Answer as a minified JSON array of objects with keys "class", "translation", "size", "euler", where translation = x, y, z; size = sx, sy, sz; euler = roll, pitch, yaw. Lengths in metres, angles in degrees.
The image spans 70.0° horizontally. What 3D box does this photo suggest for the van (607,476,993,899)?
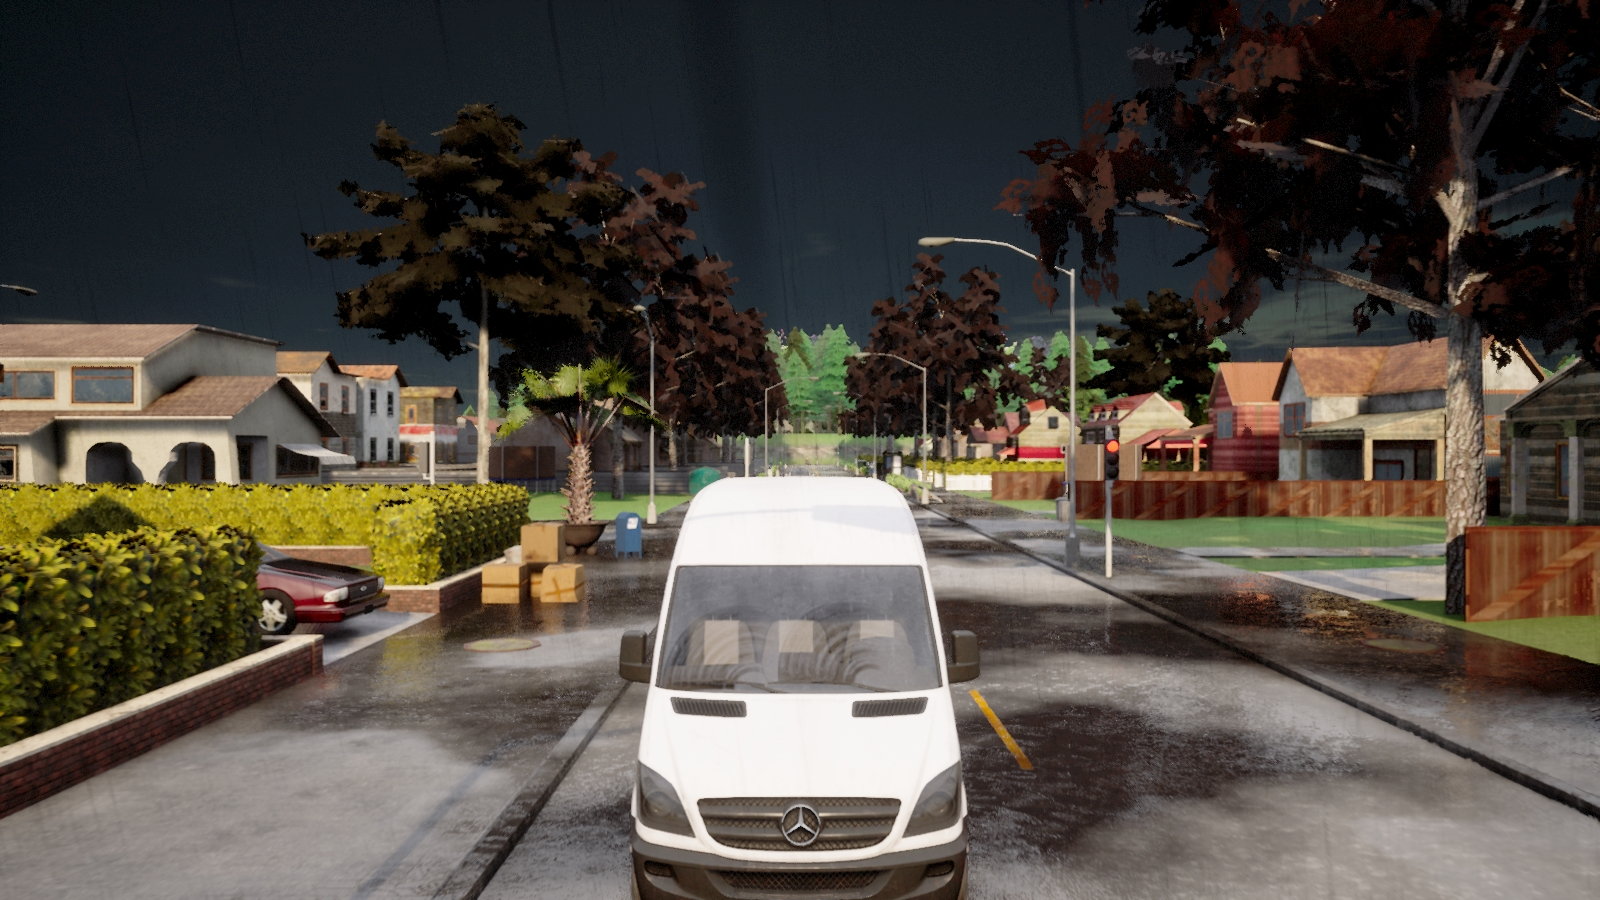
[{"class":"van","translation":[0.001,1.539,8.846],"size":[1.988,2.561,5.915],"euler":[0,0,0]}]
